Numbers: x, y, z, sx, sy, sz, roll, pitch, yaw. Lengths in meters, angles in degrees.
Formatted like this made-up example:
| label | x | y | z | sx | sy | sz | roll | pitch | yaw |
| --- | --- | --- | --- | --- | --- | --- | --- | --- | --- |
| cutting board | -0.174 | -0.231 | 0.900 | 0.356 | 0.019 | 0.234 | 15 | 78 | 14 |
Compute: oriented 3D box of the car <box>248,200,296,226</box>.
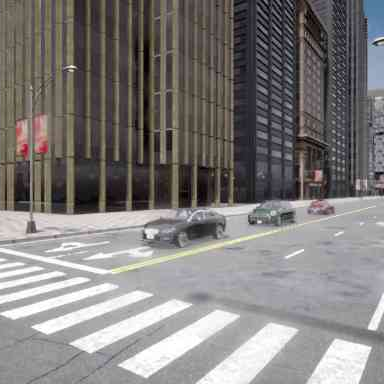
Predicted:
| label | x | y | z | sx | sy | sz | roll | pitch | yaw |
| --- | --- | --- | --- | --- | --- | --- | --- | --- | --- |
| car | 5.691 | 1.369 | 23.411 | 2.097 | 1.767 | 4.553 | 0 | 0 | 36 |

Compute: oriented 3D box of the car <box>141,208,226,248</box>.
| label | x | y | z | sx | sy | sz | roll | pitch | yaw |
| --- | --- | --- | --- | --- | --- | --- | --- | --- | --- |
| car | -0.225 | 1.498 | 15.152 | 2.128 | 1.511 | 4.902 | 0 | 0 | 36 |

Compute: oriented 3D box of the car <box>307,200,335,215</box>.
| label | x | y | z | sx | sy | sz | roll | pitch | yaw |
| --- | --- | --- | --- | --- | --- | --- | --- | --- | --- |
| car | 13.214 | 1.558 | 33.897 | 1.812 | 1.442 | 4.674 | 0 | 0 | 36 |
